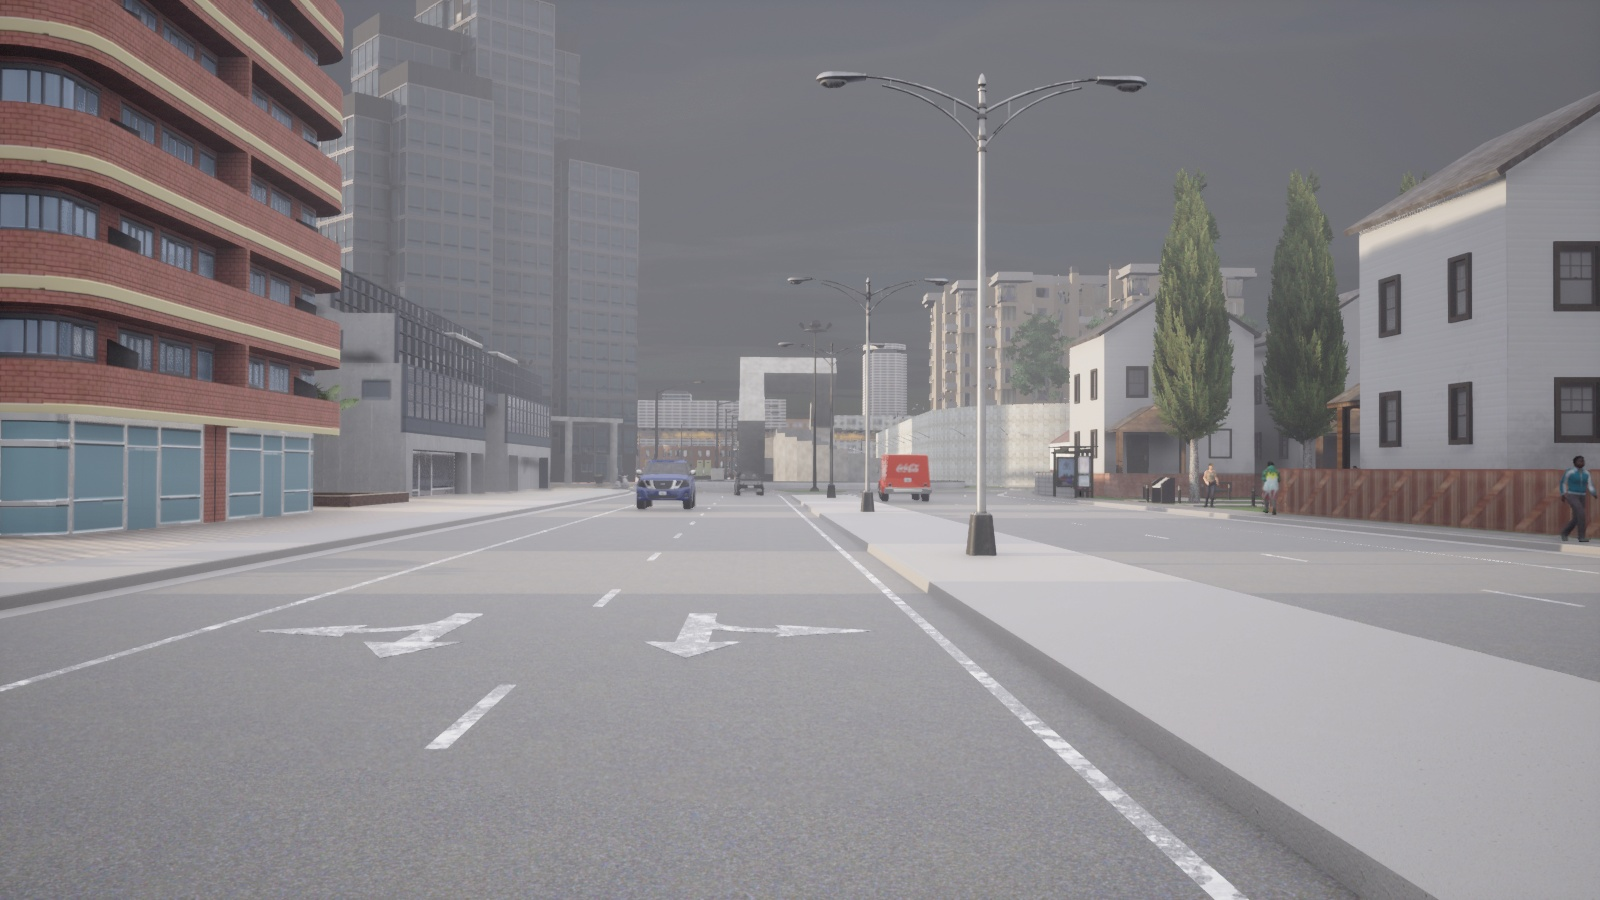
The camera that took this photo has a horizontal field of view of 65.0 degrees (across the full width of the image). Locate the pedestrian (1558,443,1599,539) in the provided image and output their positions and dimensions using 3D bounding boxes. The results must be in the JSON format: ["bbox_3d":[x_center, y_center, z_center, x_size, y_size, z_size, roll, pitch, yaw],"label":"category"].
[{"bbox_3d":[15.919,0.836,25.674,0.396,1.930,0.692,0,-1,-3],"label":"pedestrian"}]

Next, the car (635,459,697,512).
[{"bbox_3d":[-5.472,1.424,51.833,2.150,2.045,5.566,0,-1,-2],"label":"car"}]

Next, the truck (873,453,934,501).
[{"bbox_3d":[5.453,1.431,67.164,2.627,2.467,5.204,0,-1,-2],"label":"truck"}]

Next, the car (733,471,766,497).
[{"bbox_3d":[-3.175,2.127,78.880,1.789,1.549,3.705,0,-1,-6],"label":"car"}]

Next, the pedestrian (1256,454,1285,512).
[{"bbox_3d":[15.910,1.118,42.492,0.659,1.952,0.873,0,-1,4],"label":"pedestrian"}]

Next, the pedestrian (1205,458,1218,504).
[{"bbox_3d":[16.414,1.243,50.116,0.345,1.836,0.594,0,-1,3],"label":"pedestrian"}]
